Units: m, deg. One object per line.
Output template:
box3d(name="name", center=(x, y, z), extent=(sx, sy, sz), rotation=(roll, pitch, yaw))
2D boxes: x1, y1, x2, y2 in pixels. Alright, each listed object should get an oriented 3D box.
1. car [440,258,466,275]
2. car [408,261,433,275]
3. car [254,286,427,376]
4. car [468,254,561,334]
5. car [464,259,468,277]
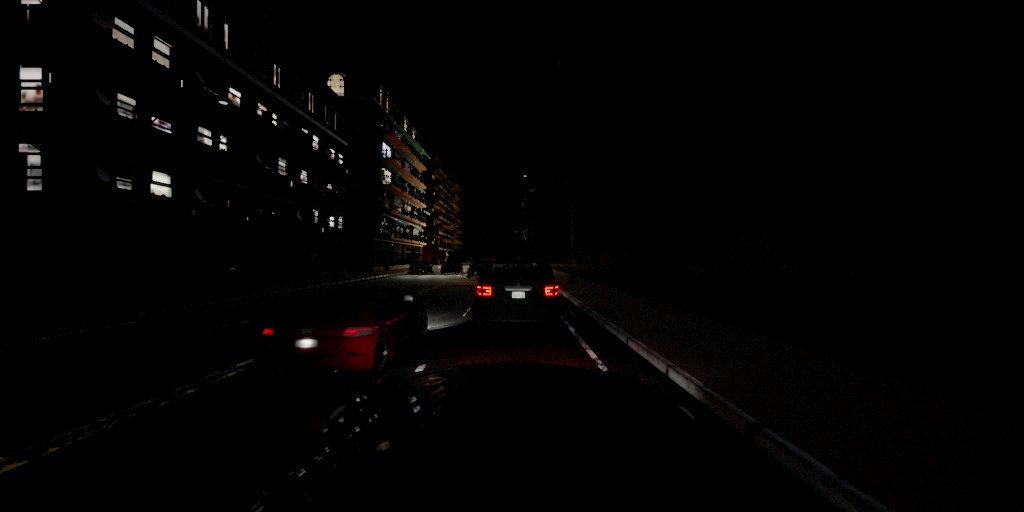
box3d(name="car", center=(-6.581, 1.233, 39.368), extent=(1.882, 1.535, 5.008), rotation=(0, 0, 0))
box3d(name="car", center=(-9.832, 1.260, 38.851), extent=(1.837, 1.490, 4.892), rotation=(0, 0, 0))
box3d(name="car", center=(-3.149, 1.315, 7.503), extent=(1.994, 1.385, 4.181), rotation=(0, 0, 0))
box3d(name="car", center=(0.107, 0.973, 10.798), extent=(2.150, 2.045, 5.566), rotation=(0, 0, -1))
box3d(name="car", center=(-3.133, 1.281, 34.133), extent=(1.812, 1.442, 4.674), rotation=(0, 0, 0))
